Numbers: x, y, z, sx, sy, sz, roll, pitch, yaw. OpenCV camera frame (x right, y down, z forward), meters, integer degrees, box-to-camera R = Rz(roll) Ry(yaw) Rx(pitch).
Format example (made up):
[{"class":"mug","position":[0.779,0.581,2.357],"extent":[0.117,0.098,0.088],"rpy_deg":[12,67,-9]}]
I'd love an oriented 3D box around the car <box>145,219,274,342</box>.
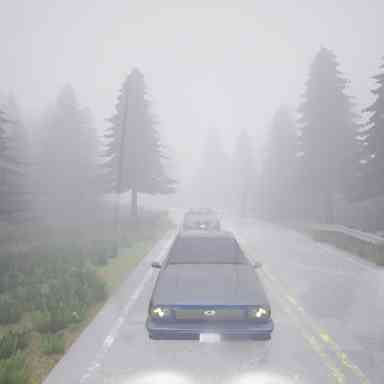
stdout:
[{"class":"car","position":[0.293,1.558,7.095],"extent":[2.033,1.411,5.357],"rpy_deg":[0,0,1]}]

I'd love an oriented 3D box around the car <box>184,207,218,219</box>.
[{"class":"car","position":[0.498,1.584,19.180],"extent":[1.994,1.385,4.181],"rpy_deg":[0,0,-2]}]
